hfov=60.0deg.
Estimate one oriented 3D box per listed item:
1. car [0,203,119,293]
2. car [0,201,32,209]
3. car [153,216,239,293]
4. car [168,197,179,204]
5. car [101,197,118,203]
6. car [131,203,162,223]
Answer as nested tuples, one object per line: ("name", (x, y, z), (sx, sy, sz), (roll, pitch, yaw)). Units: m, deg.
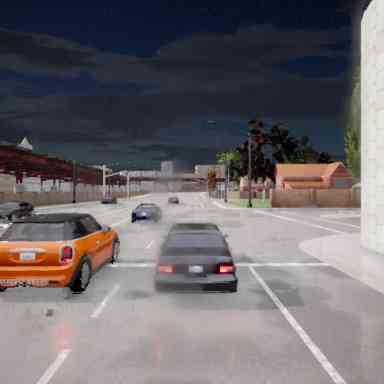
("car", (-3.418, 1.354, 9.038), (2.097, 1.767, 4.553), (0, 0, 0))
("car", (-14.152, 1.505, 26.233), (1.837, 1.490, 4.892), (0, 0, 0))
("car", (0.074, 1.547, 8.962), (2.033, 1.411, 5.357), (0, 0, 0))
("car", (-3.526, 1.564, 63.930), (1.994, 1.385, 4.181), (0, 0, 0))
("car", (-14.195, 1.548, 57.218), (2.033, 1.411, 5.357), (0, 0, 0))
("car", (-3.451, 1.564, 25.902), (1.994, 1.385, 4.181), (0, 0, 0))
